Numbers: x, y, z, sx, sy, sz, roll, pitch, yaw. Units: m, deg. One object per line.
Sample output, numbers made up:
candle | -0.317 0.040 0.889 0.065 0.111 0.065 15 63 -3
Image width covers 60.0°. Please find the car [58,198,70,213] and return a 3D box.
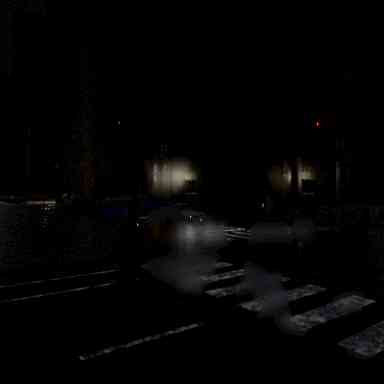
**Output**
car | -11.959 1.548 33.954 1.802 1.307 4.206 0 0 -36

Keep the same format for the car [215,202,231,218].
car | 1.583 1.552 29.689 2.008 1.369 4.403 0 0 -36

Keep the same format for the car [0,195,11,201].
car | -44.922 1.488 79.969 1.752 1.417 4.829 0 0 -36

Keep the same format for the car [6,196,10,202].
car | -35.102 1.402 66.262 1.967 1.590 4.097 0 0 -36

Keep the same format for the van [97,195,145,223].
van | -5.345 1.315 24.724 1.690 1.788 3.998 0 0 -36

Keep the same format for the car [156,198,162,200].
car | -1.723 1.579 34.305 1.802 1.307 4.206 0 0 -36

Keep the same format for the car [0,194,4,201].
car | -41.715 1.528 75.492 1.947 1.339 4.313 0 0 -36

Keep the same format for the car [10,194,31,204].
car | -31.796 1.513 61.646 2.008 1.369 4.403 0 0 -36

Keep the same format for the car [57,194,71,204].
car | -22.410 1.528 58.439 2.033 1.411 5.357 0 0 -36

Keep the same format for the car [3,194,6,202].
car | -38.310 1.488 70.738 1.752 1.417 4.829 0 0 -36

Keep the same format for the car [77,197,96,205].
car | -18.255 1.571 57.382 1.802 1.307 4.206 0 0 -36

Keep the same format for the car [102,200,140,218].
car | -6.757 1.504 31.265 1.812 1.442 4.674 0 0 -35

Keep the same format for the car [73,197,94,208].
car | -16.401 1.506 50.137 1.812 1.442 4.674 0 0 -35

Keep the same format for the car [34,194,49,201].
car | -38.092 1.305 85.075 2.192 1.841 5.009 0 0 -36

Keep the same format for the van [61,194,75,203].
van | -24.867 1.330 66.613 1.690 1.788 3.998 0 0 -36

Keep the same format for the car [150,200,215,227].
car | -0.777 1.511 22.933 1.812 1.442 4.674 0 0 -36

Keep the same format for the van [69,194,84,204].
van | -21.561 1.330 61.998 1.690 1.788 3.998 0 0 -36

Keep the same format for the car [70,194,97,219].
car | -8.651 1.285 29.339 2.192 1.841 5.009 0 0 -36

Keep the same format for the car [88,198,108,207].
car | -14.949 1.571 52.766 1.802 1.307 4.206 0 0 -36

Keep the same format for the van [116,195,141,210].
van | -8.335 1.332 43.536 1.690 1.788 3.998 0 0 -36

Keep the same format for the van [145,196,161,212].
van | -5.029 1.335 38.921 1.690 1.788 3.998 0 0 -36
